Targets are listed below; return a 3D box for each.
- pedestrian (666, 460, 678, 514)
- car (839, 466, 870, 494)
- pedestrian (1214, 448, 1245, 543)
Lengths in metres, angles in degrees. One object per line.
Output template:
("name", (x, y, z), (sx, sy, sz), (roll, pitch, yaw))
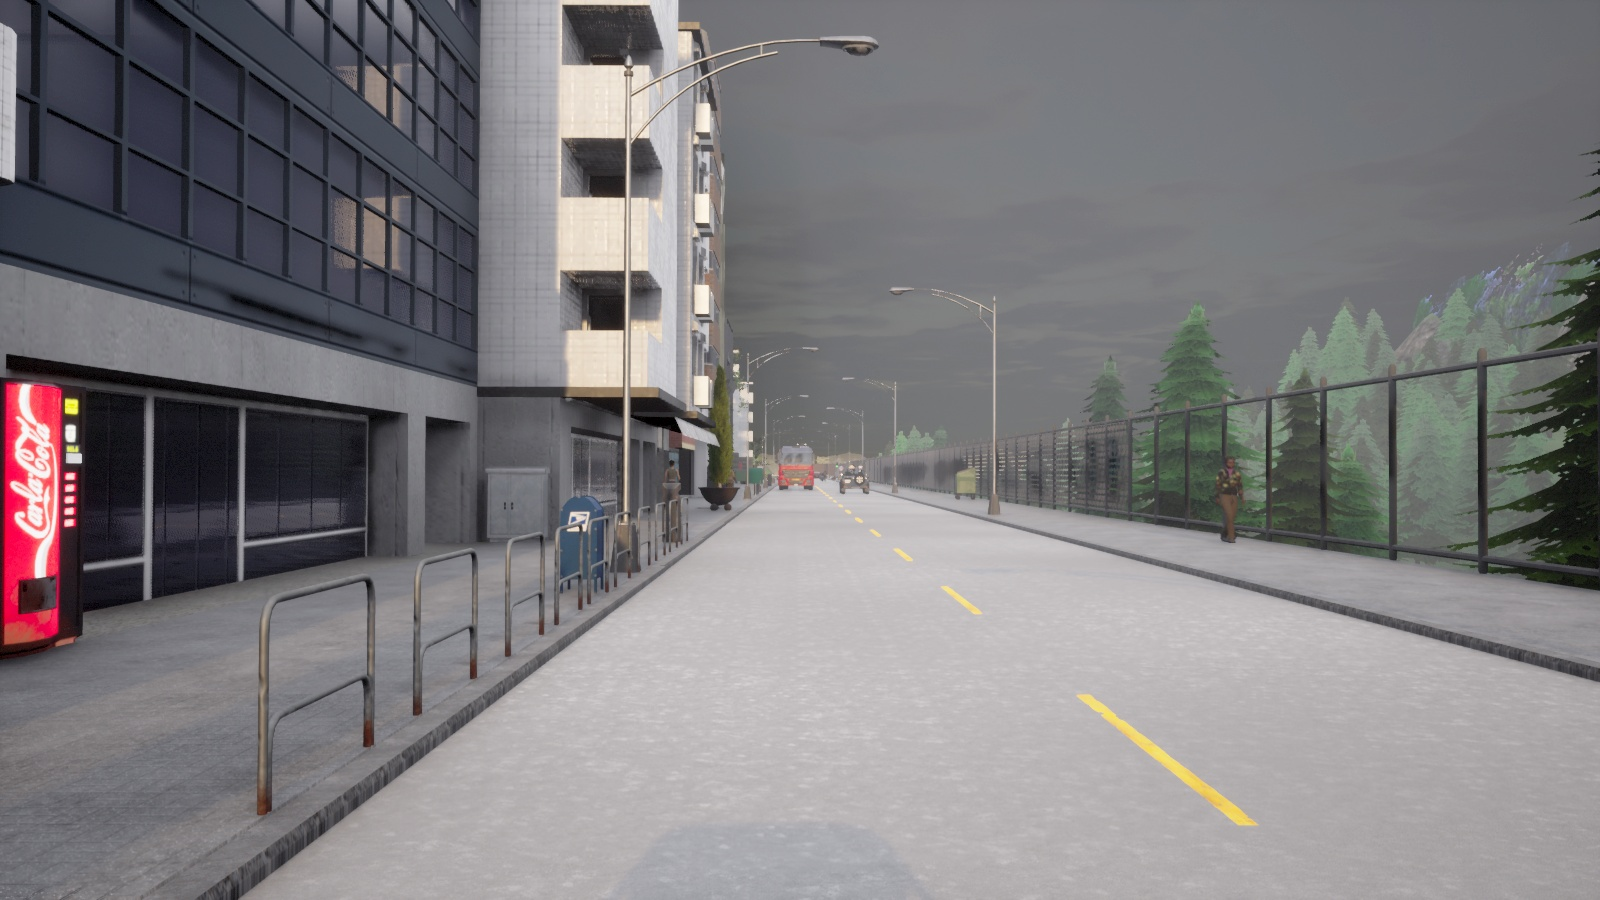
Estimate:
("pedestrian", (-4.418, 1.269, 43.408), (0.345, 1.836, 0.594), (0, -1, 1))
("car", (3.745, 2.069, 86.735), (1.932, 1.855, 4.605), (0, -1, 0))
("pedestrian", (8.825, 0.922, 25.839), (0.395, 1.930, 0.692), (0, -1, 1))
